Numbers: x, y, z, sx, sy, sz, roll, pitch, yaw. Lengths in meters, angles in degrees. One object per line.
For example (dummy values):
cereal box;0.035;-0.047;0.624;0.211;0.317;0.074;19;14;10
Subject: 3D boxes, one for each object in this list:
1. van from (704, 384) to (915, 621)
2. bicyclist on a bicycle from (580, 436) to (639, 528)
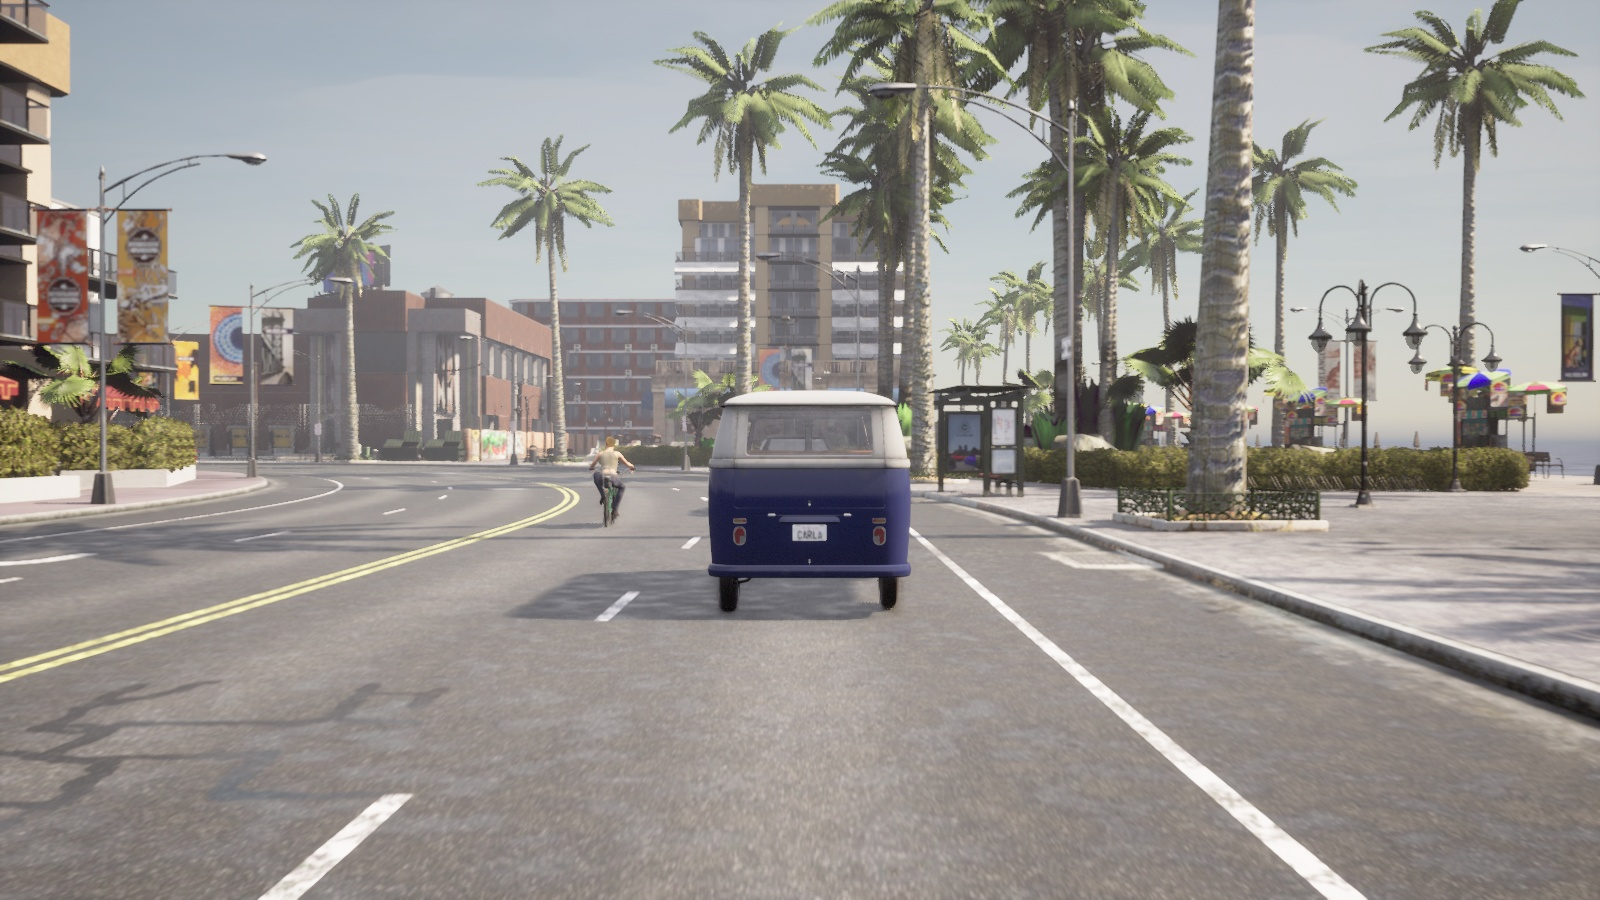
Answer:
van;0.089;0.428;12.752;1.775;1.987;4.442;0;0;0
bicyclist on a bicycle;-3.420;0.554;22.647;0.866;1.612;1.509;0;0;-1
